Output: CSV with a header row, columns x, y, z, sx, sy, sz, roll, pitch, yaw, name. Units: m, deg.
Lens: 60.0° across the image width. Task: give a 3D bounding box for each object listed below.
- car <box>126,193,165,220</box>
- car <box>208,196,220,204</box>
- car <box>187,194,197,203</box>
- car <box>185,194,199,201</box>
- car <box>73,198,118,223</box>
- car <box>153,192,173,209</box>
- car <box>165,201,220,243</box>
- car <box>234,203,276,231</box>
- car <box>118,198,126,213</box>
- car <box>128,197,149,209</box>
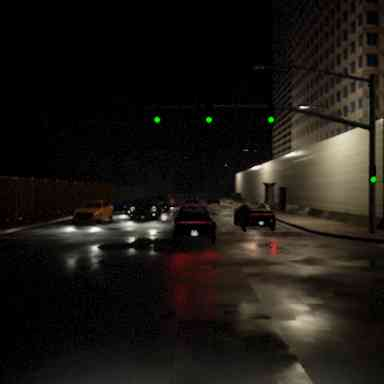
x,y,z,sx,sy,sz,roll,pitch,yaw,name
-3.582,1.225,26.398,2.097,1.767,4.553,0,0,0,car
3.508,1.294,53.818,1.812,1.442,4.674,0,0,0,car
0.010,1.241,64.028,1.837,1.490,4.892,0,0,0,car
0.008,1.123,53.775,2.097,1.767,4.553,0,0,0,car
-7.088,1.361,24.289,1.882,1.535,5.008,0,0,0,car
-3.557,1.060,35.987,2.150,2.045,5.566,0,0,0,car
0.102,1.414,15.620,2.128,1.511,4.902,0,1,0,car
3.603,1.383,19.691,2.128,1.511,4.902,0,0,0,car
-7.075,1.327,33.611,1.882,1.535,5.008,0,0,0,car
-6.994,1.413,43.774,1.895,1.301,4.718,0,0,1,car
